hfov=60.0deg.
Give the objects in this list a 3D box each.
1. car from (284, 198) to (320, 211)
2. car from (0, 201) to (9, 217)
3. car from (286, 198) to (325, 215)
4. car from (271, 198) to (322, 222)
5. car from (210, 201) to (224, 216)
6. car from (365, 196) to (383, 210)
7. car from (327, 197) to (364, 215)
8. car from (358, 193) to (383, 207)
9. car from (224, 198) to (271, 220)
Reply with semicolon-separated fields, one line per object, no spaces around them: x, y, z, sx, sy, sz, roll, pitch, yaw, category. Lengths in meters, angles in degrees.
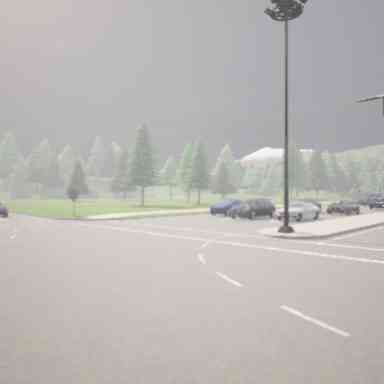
13.830;1.479;41.444;5.357;1.411;2.033;0;0;-44;car
-17.839;1.456;29.558;1.837;1.490;4.892;0;0;-44;car
11.820;1.445;34.545;4.892;1.490;1.837;-1;1;-45;car
8.492;1.482;26.312;4.674;1.442;1.812;0;0;-45;car
3.773;1.425;31.489;5.008;1.535;1.882;0;0;-45;car
23.596;1.532;41.265;4.718;1.301;1.895;0;0;-44;car
14.906;1.510;32.681;4.181;1.385;1.994;0;0;-45;car
27.343;1.142;49.770;5.566;2.045;2.150;1;0;-44;car
5.126;1.306;27.903;4.553;1.767;2.097;0;0;-45;car
